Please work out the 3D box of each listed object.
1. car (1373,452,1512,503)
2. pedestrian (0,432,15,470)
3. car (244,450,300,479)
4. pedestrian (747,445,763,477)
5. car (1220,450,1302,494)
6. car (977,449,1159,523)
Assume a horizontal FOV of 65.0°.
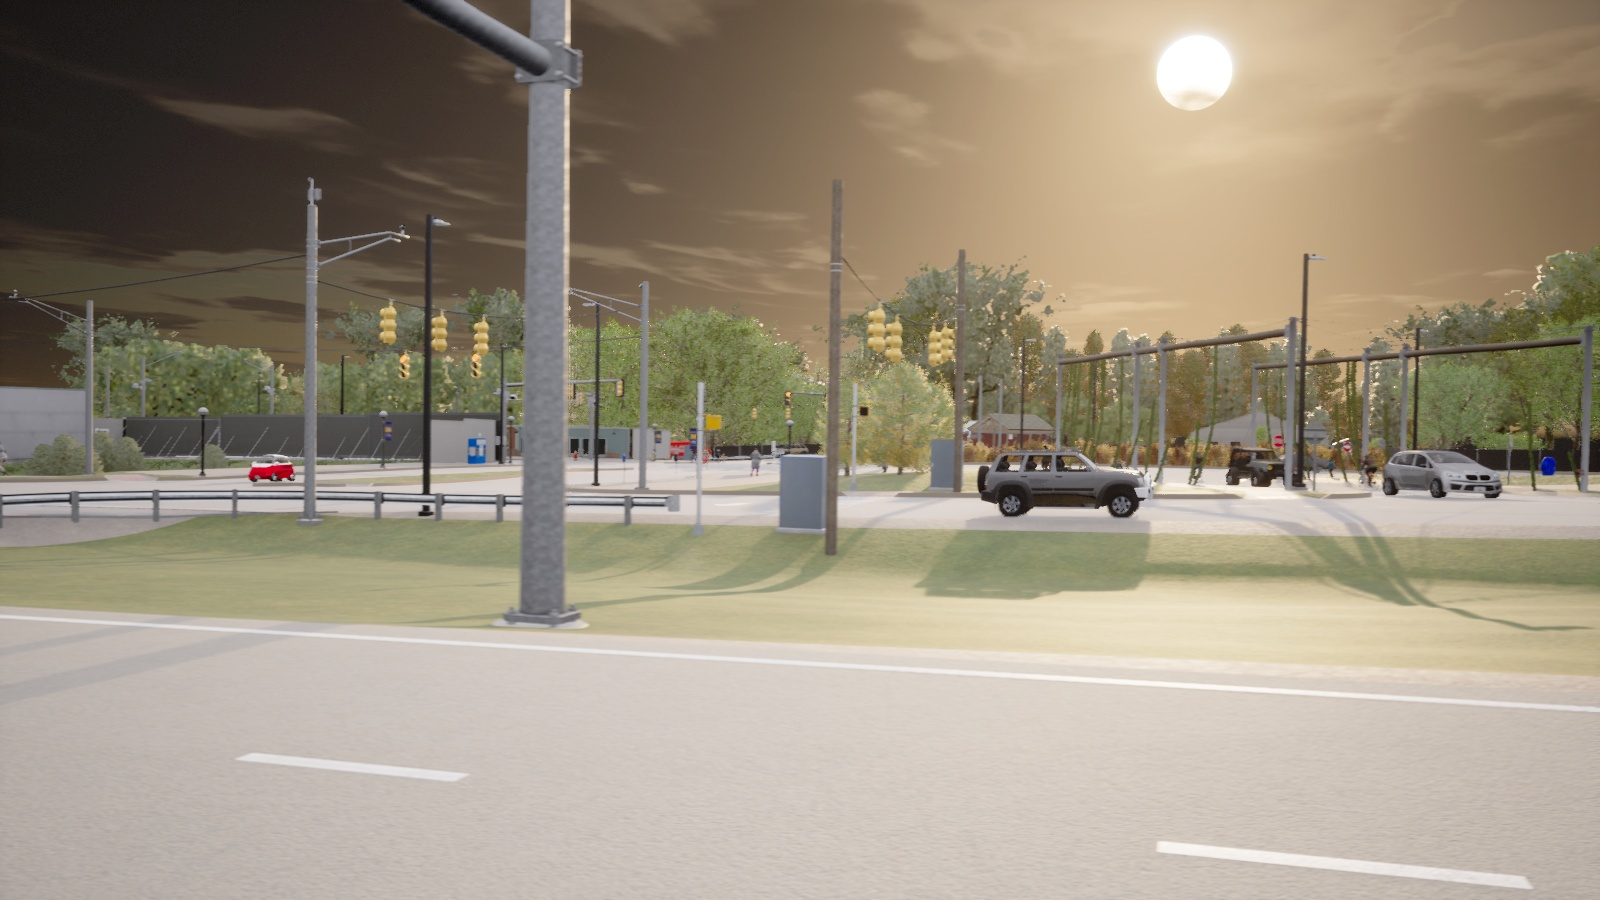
[{"bbox_3d":[22.554,0.940,44.297,2.242,1.667,4.611,1,-1,-5],"label":"car"},{"bbox_3d":[-40.263,0.055,63.189,0.900,1.855,0.874,2,1,18],"label":"pedestrian"},{"bbox_3d":[-26.346,0.708,62.702,1.481,1.376,2.207,1,1,18],"label":"car"},{"bbox_3d":[-2.819,0.702,78.940,0.659,1.952,0.873,2,1,19],"label":"pedestrian"},{"bbox_3d":[21.041,0.980,57.456,1.905,1.878,3.866,1,0,-8],"label":"car"},{"bbox_3d":[7.234,0.920,33.845,4.605,1.855,1.932,0,1,18],"label":"car"}]
